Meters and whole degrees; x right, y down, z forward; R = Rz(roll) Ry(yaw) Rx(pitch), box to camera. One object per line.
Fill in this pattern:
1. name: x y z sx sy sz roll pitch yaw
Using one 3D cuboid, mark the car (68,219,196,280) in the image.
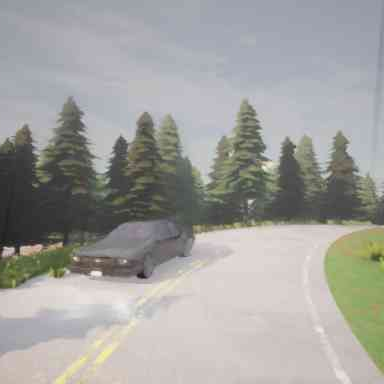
1. car: -1.446 1.582 10.462 2.033 1.411 5.357 -1 -1 19
